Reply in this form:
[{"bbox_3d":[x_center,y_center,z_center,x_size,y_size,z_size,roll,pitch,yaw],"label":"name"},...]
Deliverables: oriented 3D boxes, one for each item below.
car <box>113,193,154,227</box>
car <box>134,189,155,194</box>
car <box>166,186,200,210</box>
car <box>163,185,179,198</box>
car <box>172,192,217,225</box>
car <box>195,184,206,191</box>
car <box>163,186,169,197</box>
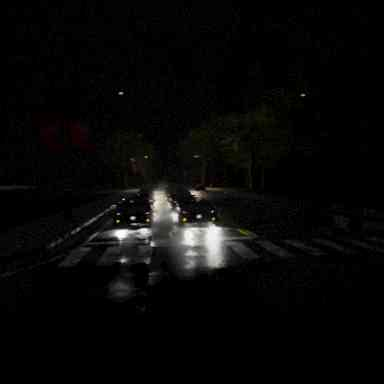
[{"bbox_3d":[-3.116,1.020,18.146,1.994,1.385,4.181,-1,2,-7],"label":"car"},{"bbox_3d":[-4.189,0.720,27.917,1.895,1.301,4.718,-1,2,-6],"label":"car"},{"bbox_3d":[-0.850,0.563,27.250,1.882,1.535,5.008,-1,2,-6],"label":"car"},{"bbox_3d":[-3.039,-0.121,47.416,2.128,1.511,4.902,-1,2,-6],"label":"car"},{"bbox_3d":[0.136,0.956,18.347,1.994,1.385,4.181,-1,2,-6],"label":"car"},{"bbox_3d":[1.588,-0.847,66.046,1.812,1.442,4.674,-1,2,-6],"label":"car"},{"bbox_3d":[-1.970,0.226,37.411,2.128,1.511,4.902,-1,2,-6],"label":"car"}]
